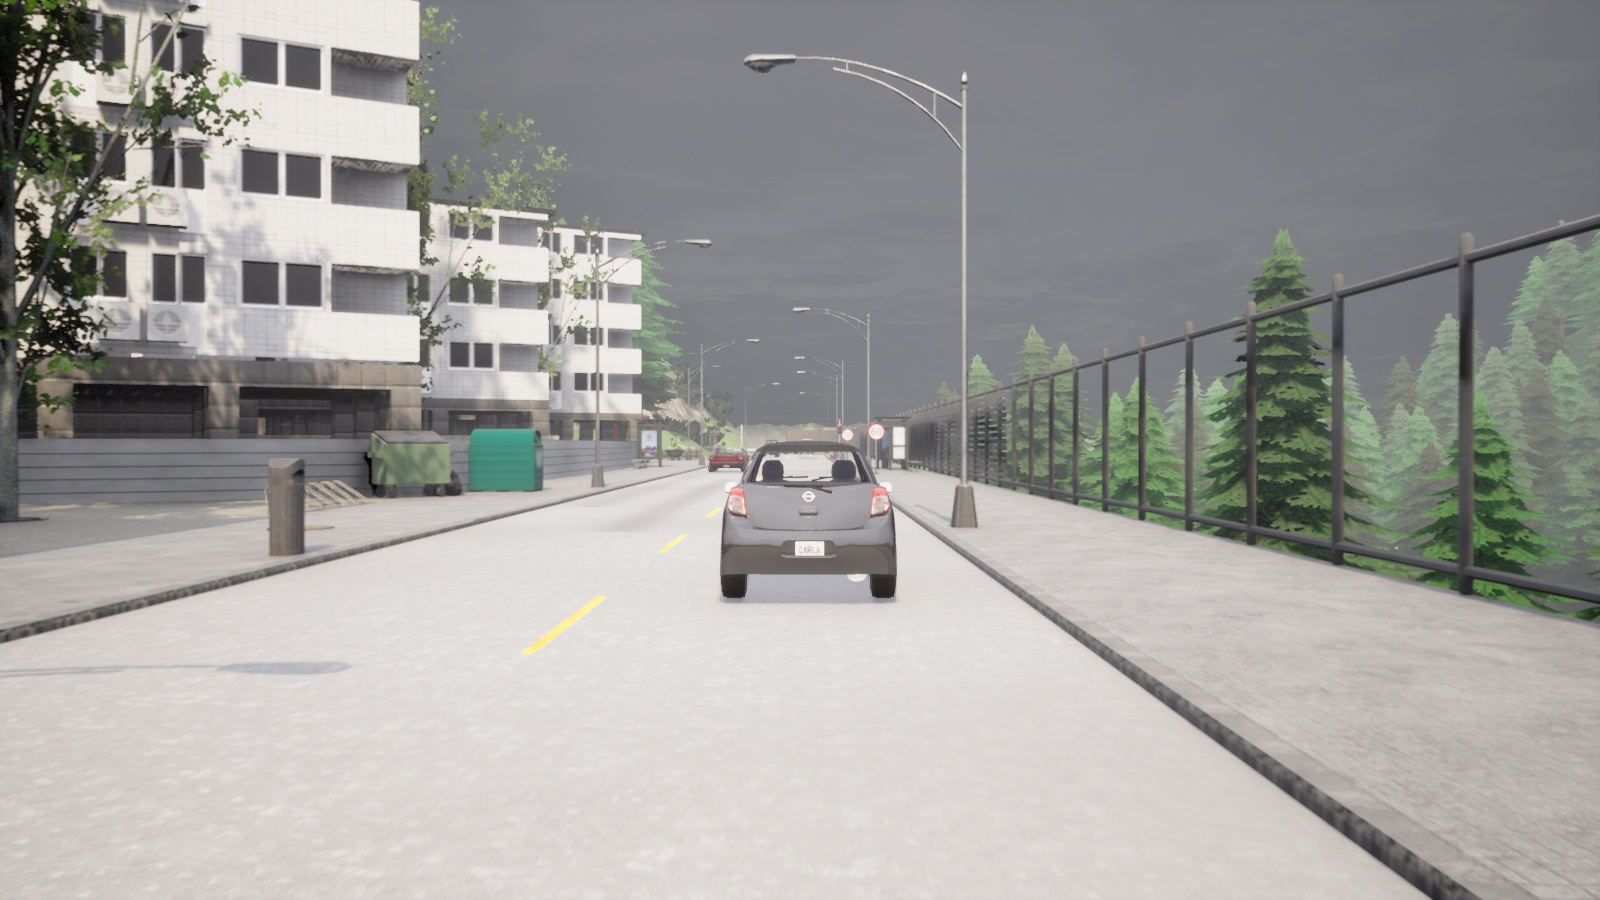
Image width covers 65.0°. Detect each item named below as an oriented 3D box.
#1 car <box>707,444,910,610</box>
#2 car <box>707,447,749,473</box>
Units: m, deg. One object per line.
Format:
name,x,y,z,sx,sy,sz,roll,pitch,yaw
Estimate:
car,0.086,0.686,13.191,1.845,1.501,3.633,0,0,0
car,-3.641,0.482,64.191,1.895,1.301,4.718,0,0,0
